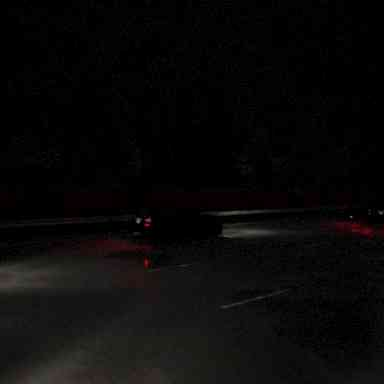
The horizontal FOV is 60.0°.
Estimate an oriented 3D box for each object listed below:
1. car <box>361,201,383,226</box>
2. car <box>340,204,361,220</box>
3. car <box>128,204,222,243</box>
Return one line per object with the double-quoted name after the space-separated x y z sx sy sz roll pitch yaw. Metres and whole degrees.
13.702 1.355 22.316 4.553 1.767 2.097 0 0 -36 "car"
14.041 1.602 26.886 4.718 1.301 1.895 0 0 -36 "car"
-0.707 1.354 16.195 4.553 1.767 2.097 0 0 -36 "car"
